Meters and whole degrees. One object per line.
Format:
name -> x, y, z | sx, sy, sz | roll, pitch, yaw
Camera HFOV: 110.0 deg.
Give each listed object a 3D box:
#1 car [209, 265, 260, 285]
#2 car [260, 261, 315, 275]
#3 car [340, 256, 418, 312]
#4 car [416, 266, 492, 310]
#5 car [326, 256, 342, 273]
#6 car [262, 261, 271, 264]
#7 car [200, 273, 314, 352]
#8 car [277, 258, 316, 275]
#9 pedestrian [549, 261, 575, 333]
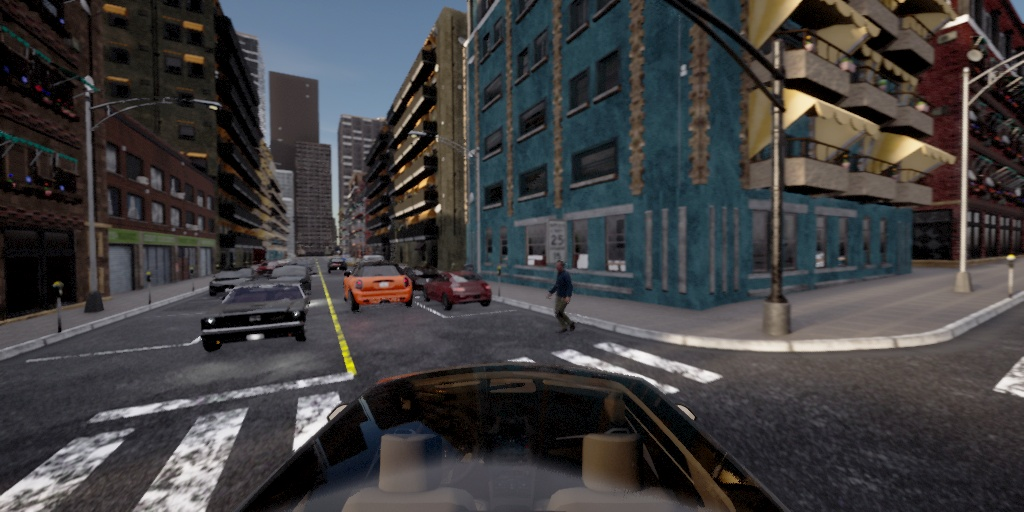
car -> -14.839, 1.282, 19.425 | 1.948, 1.339, 4.313 | 0, 0, -29
car -> -11.130, 1.190, 18.041 | 1.837, 1.490, 4.892 | -1, 1, -29
car -> -5.445, 1.010, 14.272 | 2.097, 1.767, 4.553 | -1, 1, -28
car -> -2.163, 1.203, 13.781 | 1.802, 1.307, 4.207 | 0, 0, -29
car -> -19.264, 1.026, 39.435 | 1.837, 1.490, 4.892 | -1, 1, -29
car -> -22.834, 1.184, 33.939 | 1.888, 1.381, 4.507 | 0, 0, -29
car -> -6.308, 1.335, 9.274 | 1.895, 1.301, 4.718 | -1, 1, -29
car -> -16.102, 1.127, 27.084 | 2.128, 1.511, 4.902 | -1, 1, -29
pedestrian -> 1.233, 0.936, 8.705 | 0.375, 1.860, 0.375 | -2, 2, -29
